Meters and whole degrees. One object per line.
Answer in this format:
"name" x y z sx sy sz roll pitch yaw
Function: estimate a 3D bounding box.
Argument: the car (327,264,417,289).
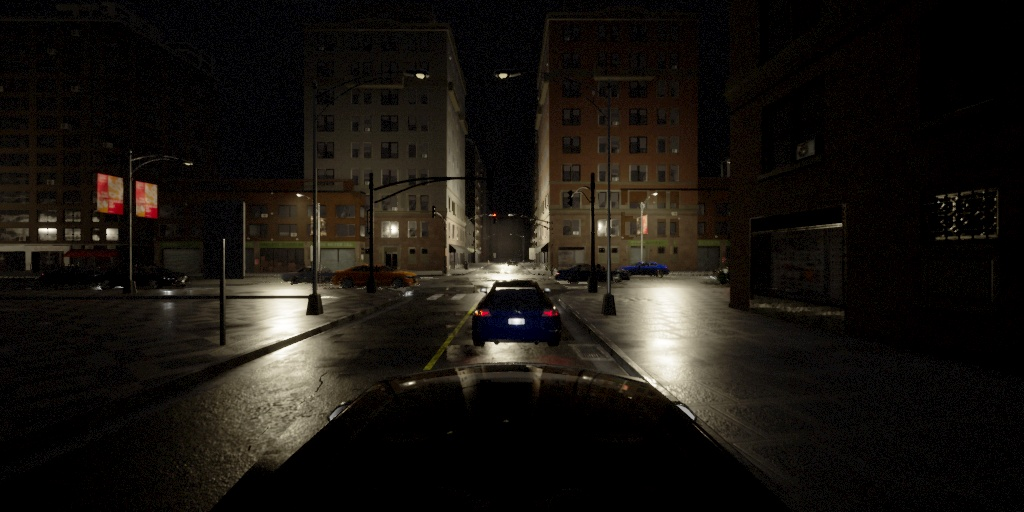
"car" -8.560 1.251 22.693 5.008 1.535 1.882 0 0 0

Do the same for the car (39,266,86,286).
"car" -31.023 1.422 25.841 4.181 1.385 1.994 0 0 0

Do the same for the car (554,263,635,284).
"car" 5.696 1.263 26.010 5.357 1.411 2.033 0 0 0

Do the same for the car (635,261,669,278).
"car" 11.866 1.216 32.735 4.674 1.442 1.812 0 0 0

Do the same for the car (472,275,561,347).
"car" 0.098 1.314 9.373 1.994 1.385 4.181 0 0 0

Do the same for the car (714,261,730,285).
"car" 15.677 1.029 22.804 4.553 1.767 2.097 0 0 0

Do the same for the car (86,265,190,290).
"car" -23.203 1.337 22.624 4.892 1.490 1.837 0 0 0

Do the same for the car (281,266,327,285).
"car" -13.791 1.395 25.916 4.718 1.301 1.895 0 0 0

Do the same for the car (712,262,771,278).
"car" 20.905 1.223 32.772 4.181 1.385 1.994 0 0 0
